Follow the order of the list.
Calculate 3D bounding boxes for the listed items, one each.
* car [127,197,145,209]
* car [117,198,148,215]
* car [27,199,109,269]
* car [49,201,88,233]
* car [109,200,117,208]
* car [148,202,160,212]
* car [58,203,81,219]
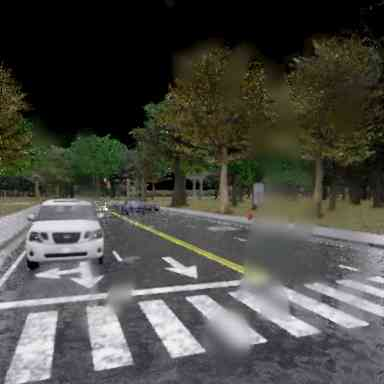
[{"bbox_3d":[-9.146,1.780,53.660,2.097,1.767,4.553,0,0,-20],"label":"car"},{"bbox_3d":[-6.899,1.665,38.254,2.097,1.767,4.553,0,-1,-20],"label":"car"},{"bbox_3d":[-4.481,1.308,11.998,2.150,2.045,5.566,0,-1,-20],"label":"car"},{"bbox_3d":[-7.983,1.512,21.629,2.097,1.767,4.553,0,-1,-20],"label":"car"},{"bbox_3d":[-13.093,1.969,55.268,2.033,1.411,5.357,0,0,-20],"label":"car"},{"bbox_3d":[-5.750,1.970,44.312,1.895,1.301,4.718,0,-1,-20],"label":"car"},{"bbox_3d":[-12.169,1.811,33.193,1.994,1.385,4.181,0,-1,-19],"label":"car"}]
